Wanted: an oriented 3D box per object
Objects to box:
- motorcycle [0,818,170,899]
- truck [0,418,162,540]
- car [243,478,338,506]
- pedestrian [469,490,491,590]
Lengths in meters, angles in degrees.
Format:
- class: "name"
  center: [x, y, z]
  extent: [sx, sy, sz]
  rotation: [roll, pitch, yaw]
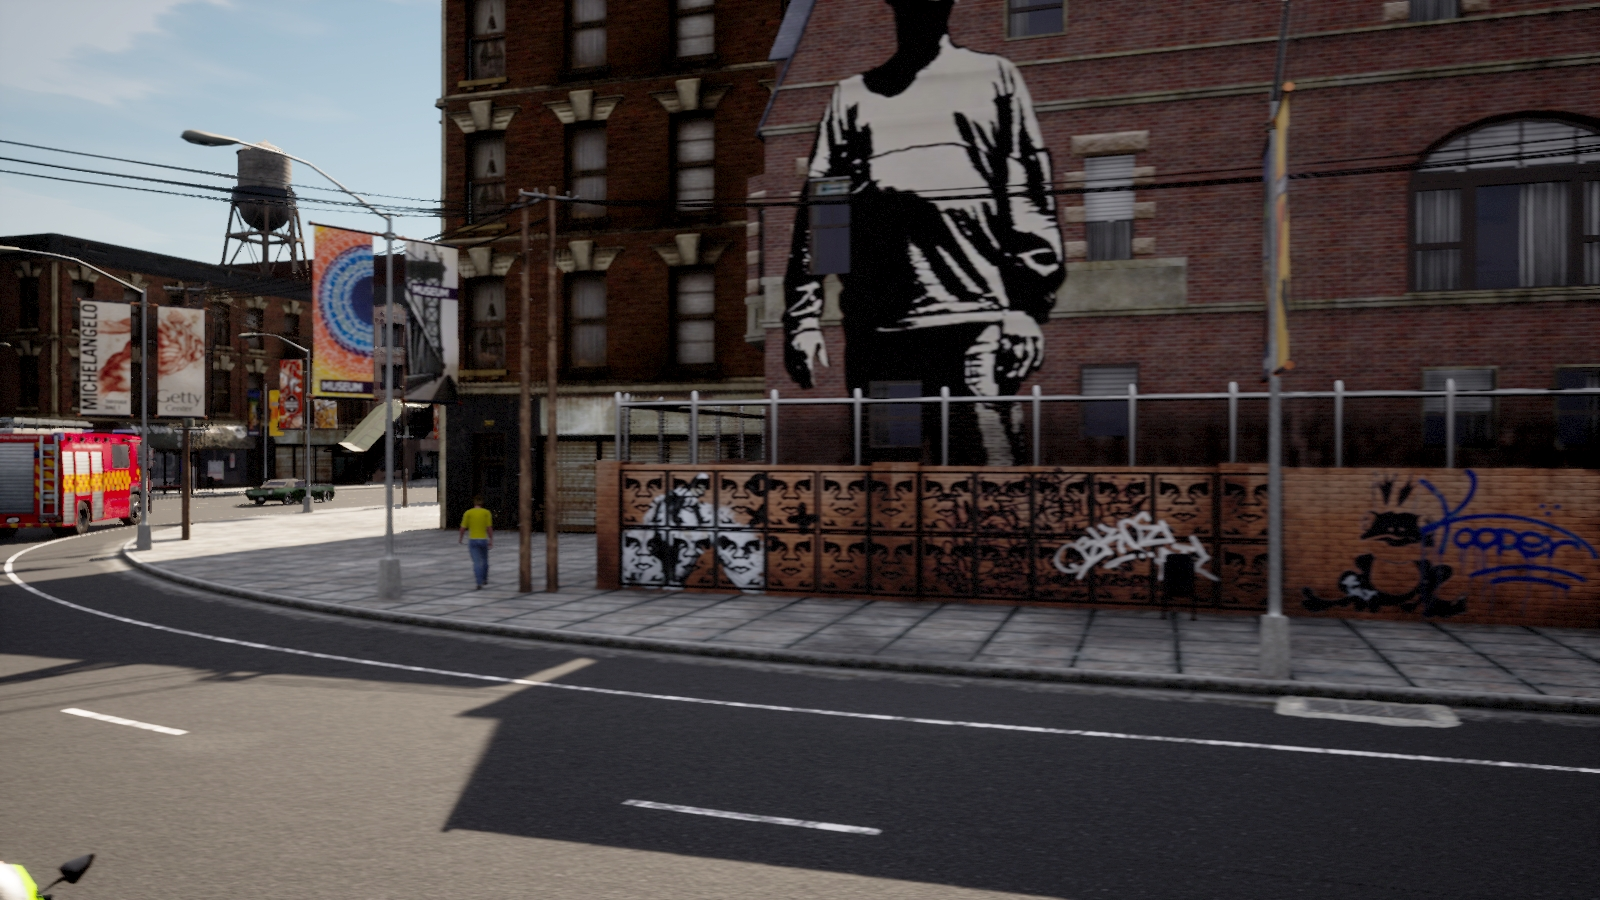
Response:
- class: "motorcycle"
  center: [-3.671, 2.215, 4.704]
  extent: [2.033, 1.145, 0.803]
  rotation: [-1, -1, 23]
- class: "truck"
  center: [-25.366, 0.895, 40.062]
  extent: [2.891, 3.827, 8.468]
  rotation: [0, 0, -12]
- class: "car"
  center: [-26.411, 2.163, 59.423]
  extent: [1.895, 1.301, 4.718]
  rotation: [0, 0, 17]
- class: "pedestrian"
  center: [-6.051, 1.699, 21.612]
  extent: [0.375, 1.860, 0.375]
  rotation: [0, 0, -12]
